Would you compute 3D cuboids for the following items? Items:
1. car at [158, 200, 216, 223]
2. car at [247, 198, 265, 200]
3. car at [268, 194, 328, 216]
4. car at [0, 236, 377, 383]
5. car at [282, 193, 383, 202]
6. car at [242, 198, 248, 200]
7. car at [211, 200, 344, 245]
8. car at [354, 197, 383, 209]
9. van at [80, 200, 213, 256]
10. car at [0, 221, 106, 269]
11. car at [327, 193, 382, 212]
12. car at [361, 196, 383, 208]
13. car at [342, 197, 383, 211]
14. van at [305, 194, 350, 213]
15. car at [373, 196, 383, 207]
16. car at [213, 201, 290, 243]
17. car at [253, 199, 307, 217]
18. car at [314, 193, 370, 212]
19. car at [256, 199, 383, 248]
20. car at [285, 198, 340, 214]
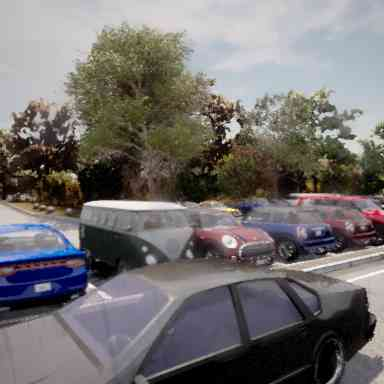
[{"bbox_3d":[-0.496,1.468,26.251,2.231,1.521,4.892,0,0,-36],"label":"car"},{"bbox_3d":[6.259,1.337,31.120,2.185,1.767,4.553,0,0,-36],"label":"car"},{"bbox_3d":[10.775,1.209,34.351,2.435,2.045,5.566,0,0,-36],"label":"car"},{"bbox_3d":[-0.067,1.546,3.638,5.357,1.411,2.033,0,0,-36],"label":"car"},{"bbox_3d":[7.442,1.215,15.806,2.435,2.045,5.566,0,0,-36],"label":"car"},{"bbox_3d":[1.873,1.462,27.713,1.946,1.575,5.366,0,0,-36],"label":"car"},{"bbox_3d":[2.885,1.343,12.539,2.185,1.767,4.553,0,0,-36],"label":"car"},{"bbox_3d":[24.355,1.463,44.006,2.163,1.488,4.792,0,0,-36],"label":"car"},{"bbox_3d":[-1.623,1.245,9.205,1.878,1.987,4.442,0,0,-36],"label":"van"},{"bbox_3d":[-3.967,1.472,7.663,2.097,1.535,5.008,0,0,-36],"label":"car"},{"bbox_3d":[19.835,1.199,40.770,2.435,2.045,5.566,0,0,-36],"label":"car"},{"bbox_3d":[26.484,1.412,45.794,1.946,1.575,5.366,0,0,-36],"label":"car"},{"bbox_3d":[22.058,1.472,42.433,2.163,1.488,4.792,0,0,-36],"label":"car"},{"bbox_3d":[15.236,1.232,37.655,1.878,1.987,4.442,0,0,-36],"label":"van"},{"bbox_3d":[28.852,1.397,47.256,2.097,1.535,5.008,0,0,-36],"label":"car"},{"bbox_3d":[0.570,1.344,10.957,2.185,1.767,4.553,0,0,-36],"label":"car"},{"bbox_3d":[8.552,1.491,32.689,2.163,1.488,4.792,0,0,-36],"label":"car"},{"bbox_3d":[17.545,1.205,39.199,2.435,2.045,5.566,0,0,-36],"label":"car"},{"bbox_3d":[5.164,1.342,14.171,2.185,1.767,4.553,0,0,-36],"label":"car"},{"bbox_3d":[12.940,1.456,36.096,1.946,1.575,5.366,0,0,-36],"label":"car"}]
